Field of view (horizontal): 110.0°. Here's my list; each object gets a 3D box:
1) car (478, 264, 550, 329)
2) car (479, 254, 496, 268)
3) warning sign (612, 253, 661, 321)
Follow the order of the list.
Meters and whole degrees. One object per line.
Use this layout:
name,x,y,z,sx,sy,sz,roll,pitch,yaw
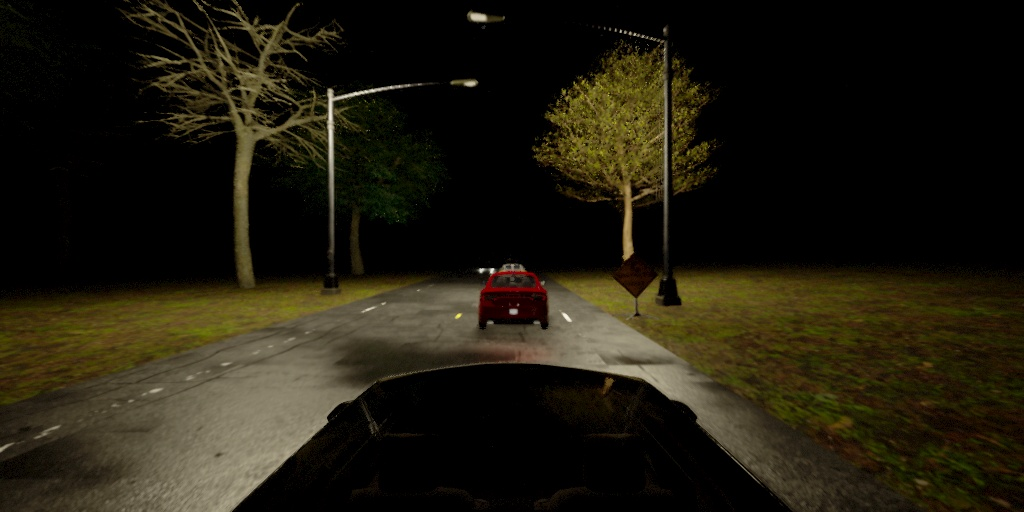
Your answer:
car,0.057,1.193,11.204,1.882,1.535,5.008,0,0,0
car,-3.561,0.677,52.444,2.150,2.045,5.566,0,0,0
warning sign,3.552,0.835,10.199,1.300,1.860,1.060,0,0,0
